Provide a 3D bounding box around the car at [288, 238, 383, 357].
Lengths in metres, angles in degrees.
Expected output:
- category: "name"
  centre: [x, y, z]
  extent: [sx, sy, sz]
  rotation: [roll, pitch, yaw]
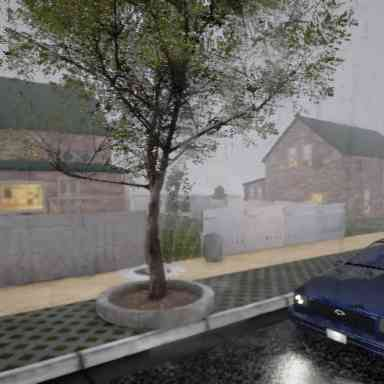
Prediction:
- category: "car"
  centre: [4.111, 1.546, 5.995]
  extent: [5.357, 1.411, 2.033]
  rotation: [0, 0, -35]
